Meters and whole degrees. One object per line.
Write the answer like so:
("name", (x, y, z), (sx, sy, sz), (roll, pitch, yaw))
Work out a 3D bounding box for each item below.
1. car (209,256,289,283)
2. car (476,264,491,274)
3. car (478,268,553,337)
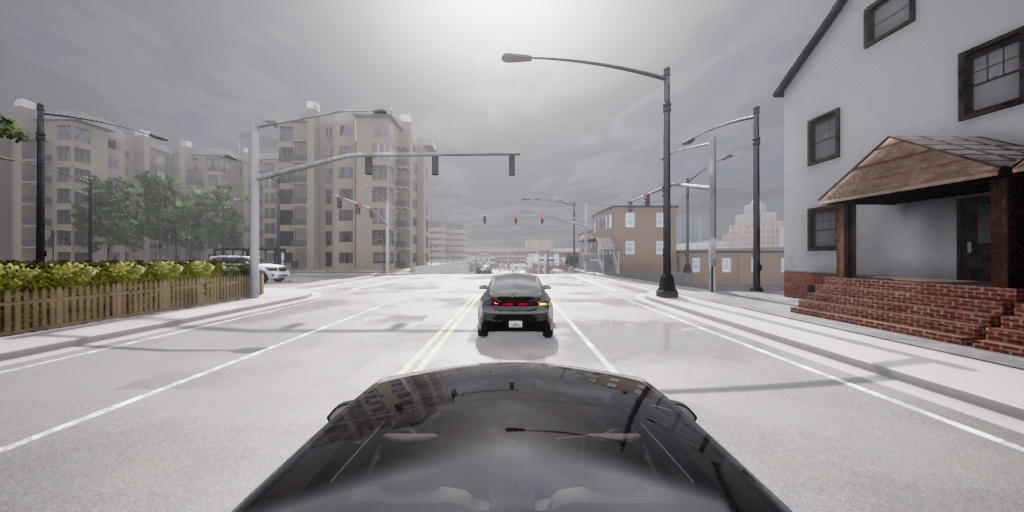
("car", (-19.955, 0.991, 27.034), (5.566, 2.045, 2.150), (0, 0, 1))
("car", (-3.617, 1.789, 47.156), (2.128, 1.511, 4.902), (0, -5, 0))
("car", (0.092, 1.261, 10.343), (1.837, 1.490, 4.892), (0, 0, 0))
